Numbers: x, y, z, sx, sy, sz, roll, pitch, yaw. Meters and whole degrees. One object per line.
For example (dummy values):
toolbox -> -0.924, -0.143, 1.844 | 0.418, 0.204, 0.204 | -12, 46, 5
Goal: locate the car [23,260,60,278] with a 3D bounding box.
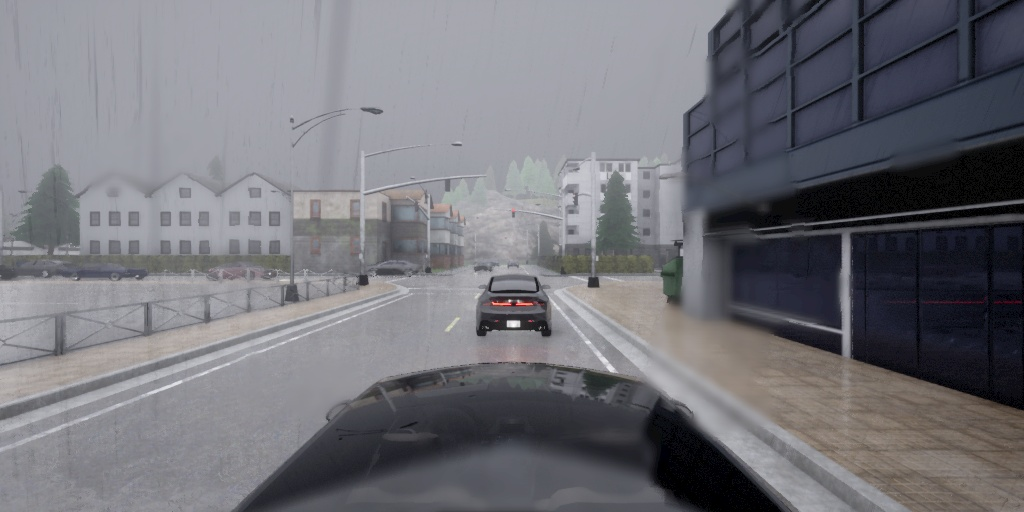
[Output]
car -> -39.567, 1.078, 30.279 | 4.892, 1.490, 1.837 | 0, 0, 0

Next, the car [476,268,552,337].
car -> 0.067, 1.255, 10.344 | 1.837, 1.490, 4.892 | 0, 0, 1

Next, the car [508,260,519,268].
car -> 0.181, 1.351, 60.994 | 1.895, 1.301, 4.718 | 0, 0, -1

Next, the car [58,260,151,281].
car -> -29.911, 1.174, 26.546 | 4.718, 1.301, 1.895 | 0, 0, 0

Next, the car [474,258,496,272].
car -> -3.536, 1.102, 44.778 | 2.097, 1.767, 4.553 | 0, 0, 0

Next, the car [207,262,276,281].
car -> -19.891, 1.138, 26.500 | 4.181, 1.385, 1.994 | 0, 0, 0

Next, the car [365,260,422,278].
car -> -10.163, 1.061, 30.346 | 4.902, 1.511, 2.128 | 0, 1, -15

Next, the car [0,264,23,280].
car -> -40.133, 1.174, 26.626 | 4.718, 1.301, 1.895 | 0, 0, 1
